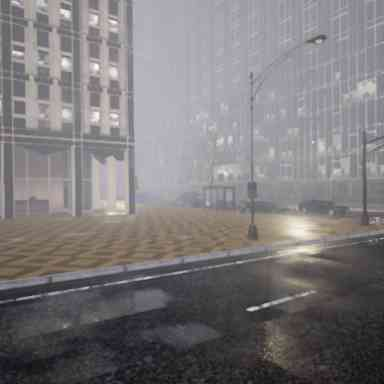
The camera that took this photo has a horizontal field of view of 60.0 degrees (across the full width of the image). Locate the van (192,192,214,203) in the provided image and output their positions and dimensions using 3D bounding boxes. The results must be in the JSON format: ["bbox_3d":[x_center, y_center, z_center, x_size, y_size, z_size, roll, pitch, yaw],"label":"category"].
[{"bbox_3d":[1.765,0.901,56.472,1.690,1.788,3.998,0,1,-34],"label":"van"}]

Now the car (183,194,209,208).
[{"bbox_3d":[1.222,1.354,42.334,1.947,1.339,4.313,0,1,-34],"label":"car"}]

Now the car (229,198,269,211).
[{"bbox_3d":[6.583,1.401,39.167,1.895,1.301,4.718,-1,1,-34],"label":"car"}]

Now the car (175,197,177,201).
[{"bbox_3d":[-1.444,1.089,61.166,1.802,1.307,4.206,0,1,-34],"label":"car"}]

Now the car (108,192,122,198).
[{"bbox_3d":[-20.699,0.734,89.311,2.008,1.369,4.403,0,1,-34],"label":"car"}]

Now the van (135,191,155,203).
[{"bbox_3d":[-8.360,0.971,56.433,1.690,1.788,3.998,0,1,-34],"label":"van"}]

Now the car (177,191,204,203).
[{"bbox_3d":[0.575,0.925,47.952,2.150,2.045,5.566,-1,1,-35],"label":"car"}]

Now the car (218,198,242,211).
[{"bbox_3d":[4.383,1.422,37.611,1.802,1.307,4.206,0,1,-34],"label":"car"}]

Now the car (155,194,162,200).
[{"bbox_3d":[-7.862,0.981,70.548,1.802,1.307,4.206,0,1,-34],"label":"car"}]

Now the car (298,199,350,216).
[{"bbox_3d":[12.184,1.396,30.957,1.837,1.490,4.892,-1,1,-34],"label":"car"}]

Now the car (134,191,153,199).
[{"bbox_3d":[-11.071,0.660,75.236,2.192,1.841,5.009,0,1,-34],"label":"car"}]

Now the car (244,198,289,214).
[{"bbox_3d":[7.578,1.458,32.908,1.947,1.339,4.313,0,1,-34],"label":"car"}]

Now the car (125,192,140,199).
[{"bbox_3d":[-14.281,0.731,79.928,1.967,1.590,4.097,0,1,-34],"label":"car"}]

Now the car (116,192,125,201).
[{"bbox_3d":[-14.779,1.074,65.817,2.008,1.369,4.403,0,1,-34],"label":"car"}]
